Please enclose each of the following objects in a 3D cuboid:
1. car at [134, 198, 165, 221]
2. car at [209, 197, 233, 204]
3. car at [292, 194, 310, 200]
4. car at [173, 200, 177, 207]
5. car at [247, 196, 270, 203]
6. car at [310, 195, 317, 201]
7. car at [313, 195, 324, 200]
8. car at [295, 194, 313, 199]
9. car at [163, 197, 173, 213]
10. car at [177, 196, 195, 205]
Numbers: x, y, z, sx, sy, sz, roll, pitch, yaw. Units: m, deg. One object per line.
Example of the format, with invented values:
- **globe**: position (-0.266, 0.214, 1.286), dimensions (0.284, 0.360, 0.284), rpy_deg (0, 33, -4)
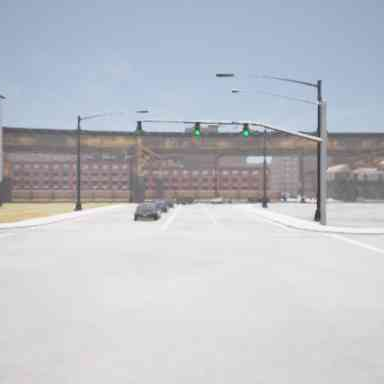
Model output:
- **car**: position (-3.583, 1.505, 27.554), dimensions (1.812, 1.442, 4.674), rpy_deg (0, 0, 0)
- **car**: position (5.363, 1.554, 60.543), dimensions (1.895, 1.301, 4.718), rpy_deg (0, 0, 44)
- **car**: position (29.347, 1.429, 87.044), dimensions (2.038, 1.542, 4.974), rpy_deg (0, 0, -29)
- **car**: position (-3.489, 1.455, 46.848), dimensions (1.837, 1.490, 4.892), rpy_deg (0, 0, 0)
- **car**: position (13.403, 1.467, 66.470), dimensions (4.902, 1.511, 2.128), rpy_deg (0, 0, -24)
- **car**: position (32.385, 1.441, 84.877), dimensions (2.038, 1.542, 4.974), rpy_deg (0, 0, 31)
- **car**: position (32.412, 1.283, 84.921), dimensions (1.853, 1.218, 4.536), rpy_deg (0, 0, 31)
- **car**: position (29.323, 1.271, 87.089), dimensions (1.853, 1.218, 4.536), rpy_deg (0, 0, -29)
- **car**: position (-3.572, 1.457, 36.694), dimensions (2.128, 1.511, 4.902), rpy_deg (0, 0, 0)
- **car**: position (-1.111, 1.446, 57.015), dimensions (1.837, 1.490, 4.892), rpy_deg (0, 0, 23)
